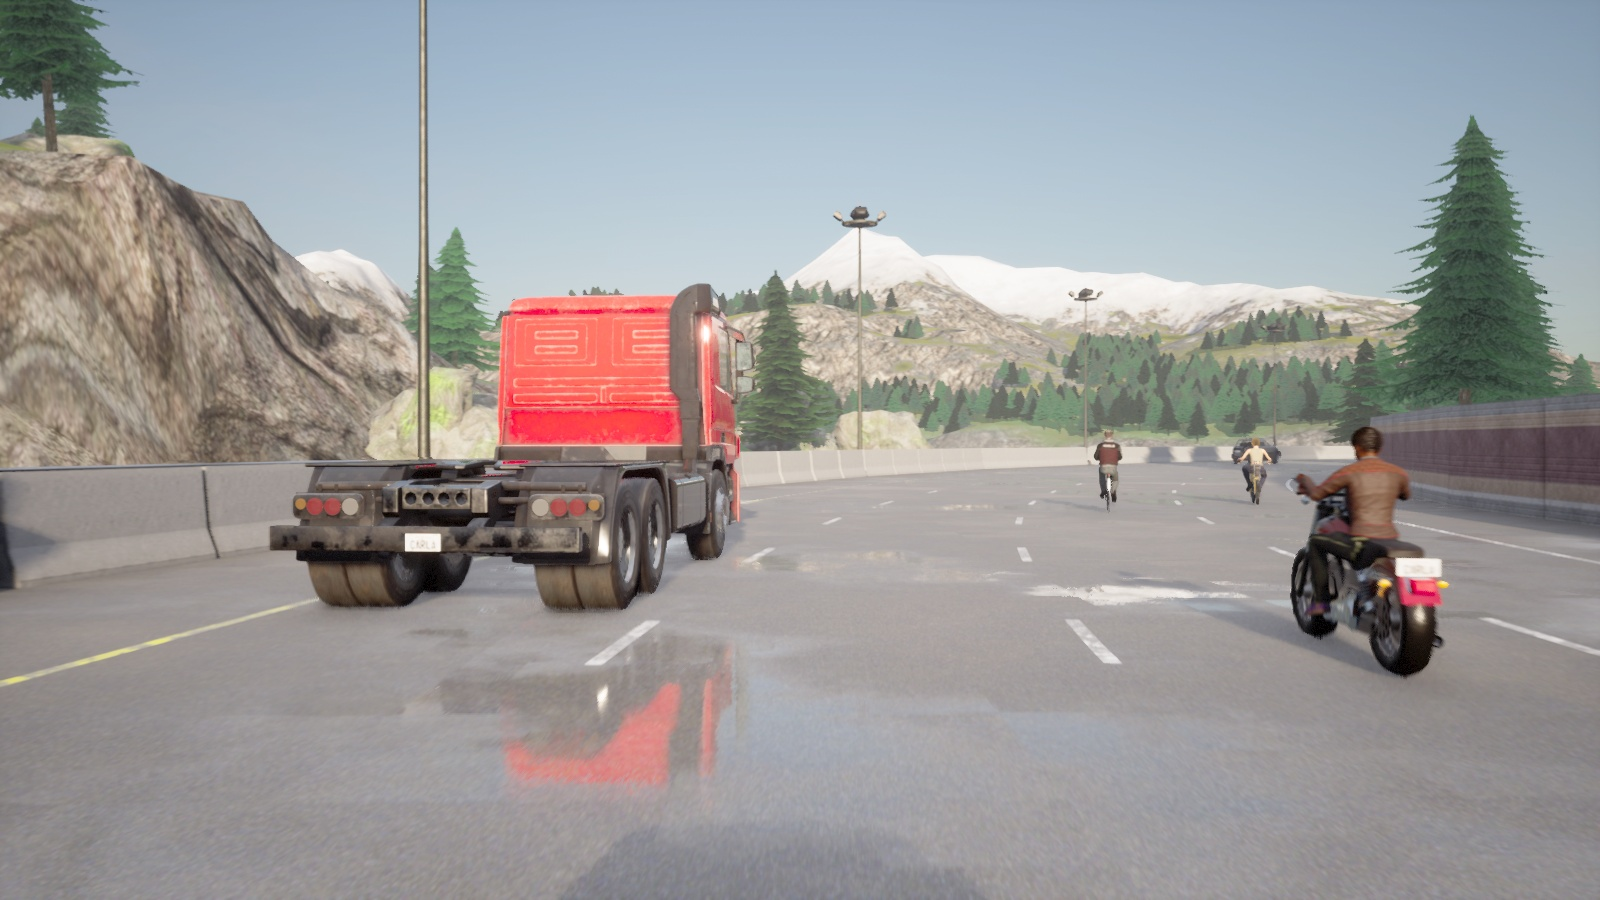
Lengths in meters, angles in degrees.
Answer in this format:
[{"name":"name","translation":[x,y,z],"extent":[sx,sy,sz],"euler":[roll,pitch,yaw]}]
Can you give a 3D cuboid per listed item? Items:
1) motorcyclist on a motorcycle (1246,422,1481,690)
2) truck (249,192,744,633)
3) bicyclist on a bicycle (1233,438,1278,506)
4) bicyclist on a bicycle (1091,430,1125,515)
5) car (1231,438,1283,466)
[{"name":"motorcyclist on a motorcycle","translation":[3.906,0.651,8.952],"extent":[0.766,1.649,2.350],"euler":[1,0,4]},{"name":"truck","translation":[-2.621,-0.317,13.953],"extent":[2.891,3.462,7.936],"euler":[0,0,6]},{"name":"bicyclist on a bicycle","translation":[11.071,0.523,30.549],"extent":[0.866,1.612,1.509],"euler":[0,0,14]},{"name":"bicyclist on a bicycle","translation":[6.735,0.469,27.494],"extent":[0.659,1.776,1.843],"euler":[1,1,12]},{"name":"car","translation":[31.279,0.112,85.863],"extent":[1.932,1.855,4.605],"euler":[0,0,40]}]
